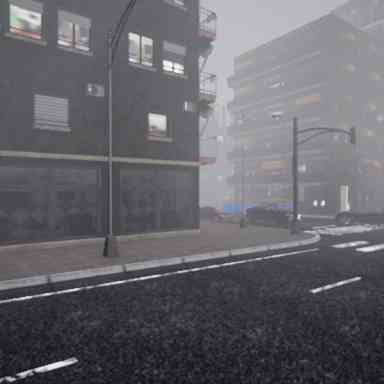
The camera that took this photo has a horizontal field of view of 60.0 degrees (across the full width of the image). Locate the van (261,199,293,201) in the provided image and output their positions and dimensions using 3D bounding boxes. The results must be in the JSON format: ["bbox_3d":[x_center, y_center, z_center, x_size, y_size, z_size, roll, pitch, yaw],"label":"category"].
[{"bbox_3d":[8.523,1.604,33.605,1.690,1.788,3.998,-1,0,-36],"label":"van"}]

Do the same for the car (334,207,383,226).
[{"bbox_3d":[12.695,1.735,23.641,4.718,1.301,1.895,-1,0,31],"label":"car"}]

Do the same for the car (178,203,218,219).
[{"bbox_3d":[0.574,1.921,34.673,1.994,1.385,4.181,0,-1,-36],"label":"car"}]

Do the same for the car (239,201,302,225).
[{"bbox_3d":[6.467,1.718,26.673,2.128,1.511,4.902,0,-1,-37],"label":"car"}]

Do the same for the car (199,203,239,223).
[{"bbox_3d":[1.789,1.875,28.680,1.802,1.307,4.206,-1,0,-36],"label":"car"}]

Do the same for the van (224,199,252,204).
[{"bbox_3d":[5.203,1.677,38.117,1.690,1.788,3.998,-1,0,-36],"label":"van"}]
